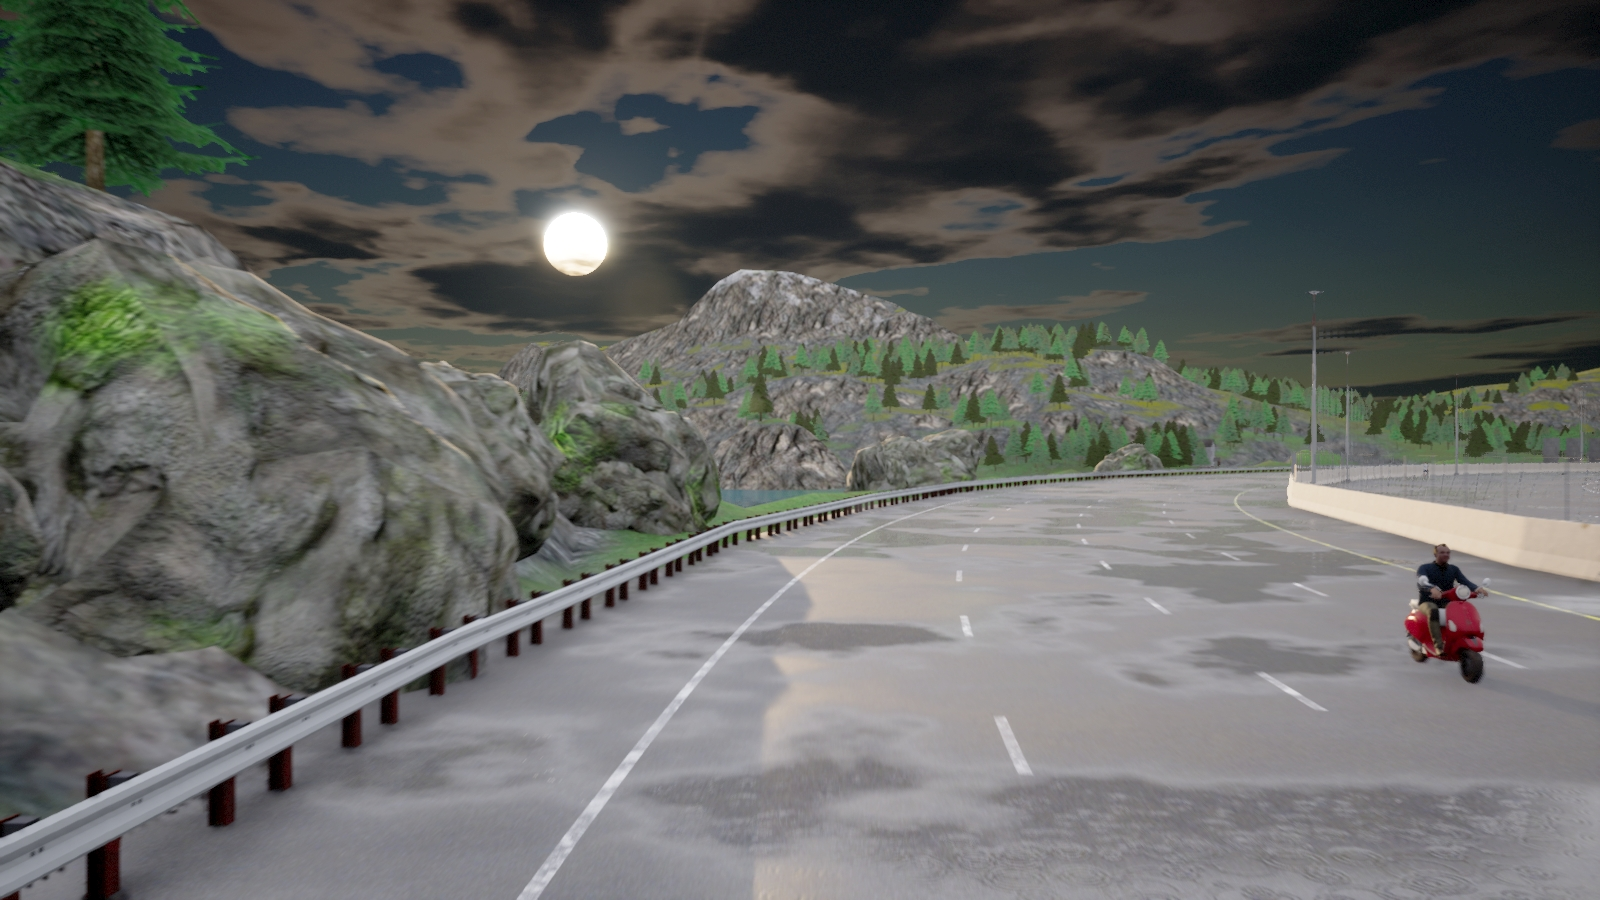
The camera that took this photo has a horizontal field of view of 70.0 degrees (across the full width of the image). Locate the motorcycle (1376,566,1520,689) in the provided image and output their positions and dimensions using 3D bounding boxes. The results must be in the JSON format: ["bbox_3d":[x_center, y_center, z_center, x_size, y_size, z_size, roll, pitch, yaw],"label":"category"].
[{"bbox_3d":[8.125,2.192,14.429,0.856,1.236,1.805,2,0,4],"label":"motorcycle"}]
